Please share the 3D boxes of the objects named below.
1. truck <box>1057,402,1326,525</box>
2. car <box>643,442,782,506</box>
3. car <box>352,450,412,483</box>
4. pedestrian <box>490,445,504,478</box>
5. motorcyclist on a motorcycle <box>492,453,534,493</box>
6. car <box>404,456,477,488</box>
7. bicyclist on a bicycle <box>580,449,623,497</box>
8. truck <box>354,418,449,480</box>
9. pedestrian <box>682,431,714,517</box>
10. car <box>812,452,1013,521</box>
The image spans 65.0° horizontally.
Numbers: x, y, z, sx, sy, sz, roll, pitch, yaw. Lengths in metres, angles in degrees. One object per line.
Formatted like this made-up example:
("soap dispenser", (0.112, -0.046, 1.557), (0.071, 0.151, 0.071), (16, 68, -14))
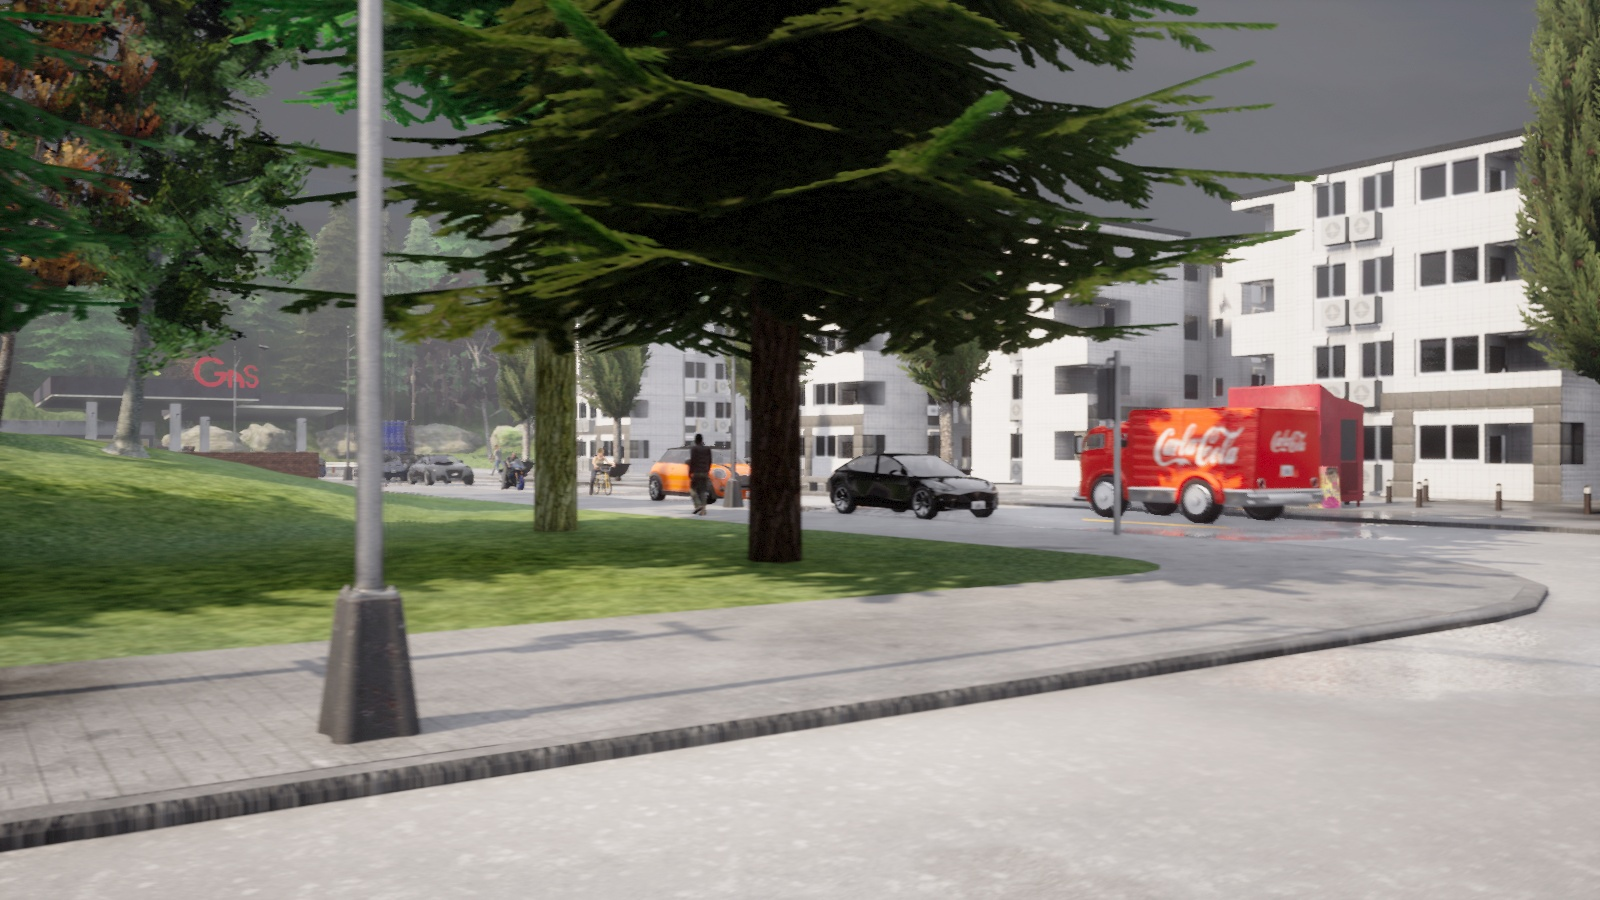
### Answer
("truck", (8.587, 0.280, 28.009), (2.627, 2.467, 5.204), (0, 0, -35))
("car", (-2.661, 0.676, 37.155), (2.097, 1.767, 4.553), (0, 0, -34))
("car", (-21.339, 0.822, 64.038), (1.851, 1.617, 3.988), (0, 0, -35))
("pedestrian", (-16.616, 0.627, 68.866), (0.706, 1.836, 0.354), (0, 0, 20))
("motorcyclist on a motorcycle", (-11.380, 0.902, 49.696), (0.866, 1.530, 2.191), (0, 0, -35))
("car", (-16.298, 0.959, 56.787), (1.994, 1.385, 4.181), (0, 0, -34))
("bicyclist on a bicycle", (-6.832, 0.778, 43.166), (0.866, 1.612, 1.509), (0, 0, -34))
("truck", (-23.595, -0.033, 74.054), (2.891, 3.462, 7.936), (0, 0, -37))
("pedestrian", (-2.224, 0.509, 27.361), (0.431, 1.840, 0.703), (0, 0, -30))
("car", (2.552, 0.788, 29.692), (2.163, 1.488, 4.792), (0, 0, -34))
